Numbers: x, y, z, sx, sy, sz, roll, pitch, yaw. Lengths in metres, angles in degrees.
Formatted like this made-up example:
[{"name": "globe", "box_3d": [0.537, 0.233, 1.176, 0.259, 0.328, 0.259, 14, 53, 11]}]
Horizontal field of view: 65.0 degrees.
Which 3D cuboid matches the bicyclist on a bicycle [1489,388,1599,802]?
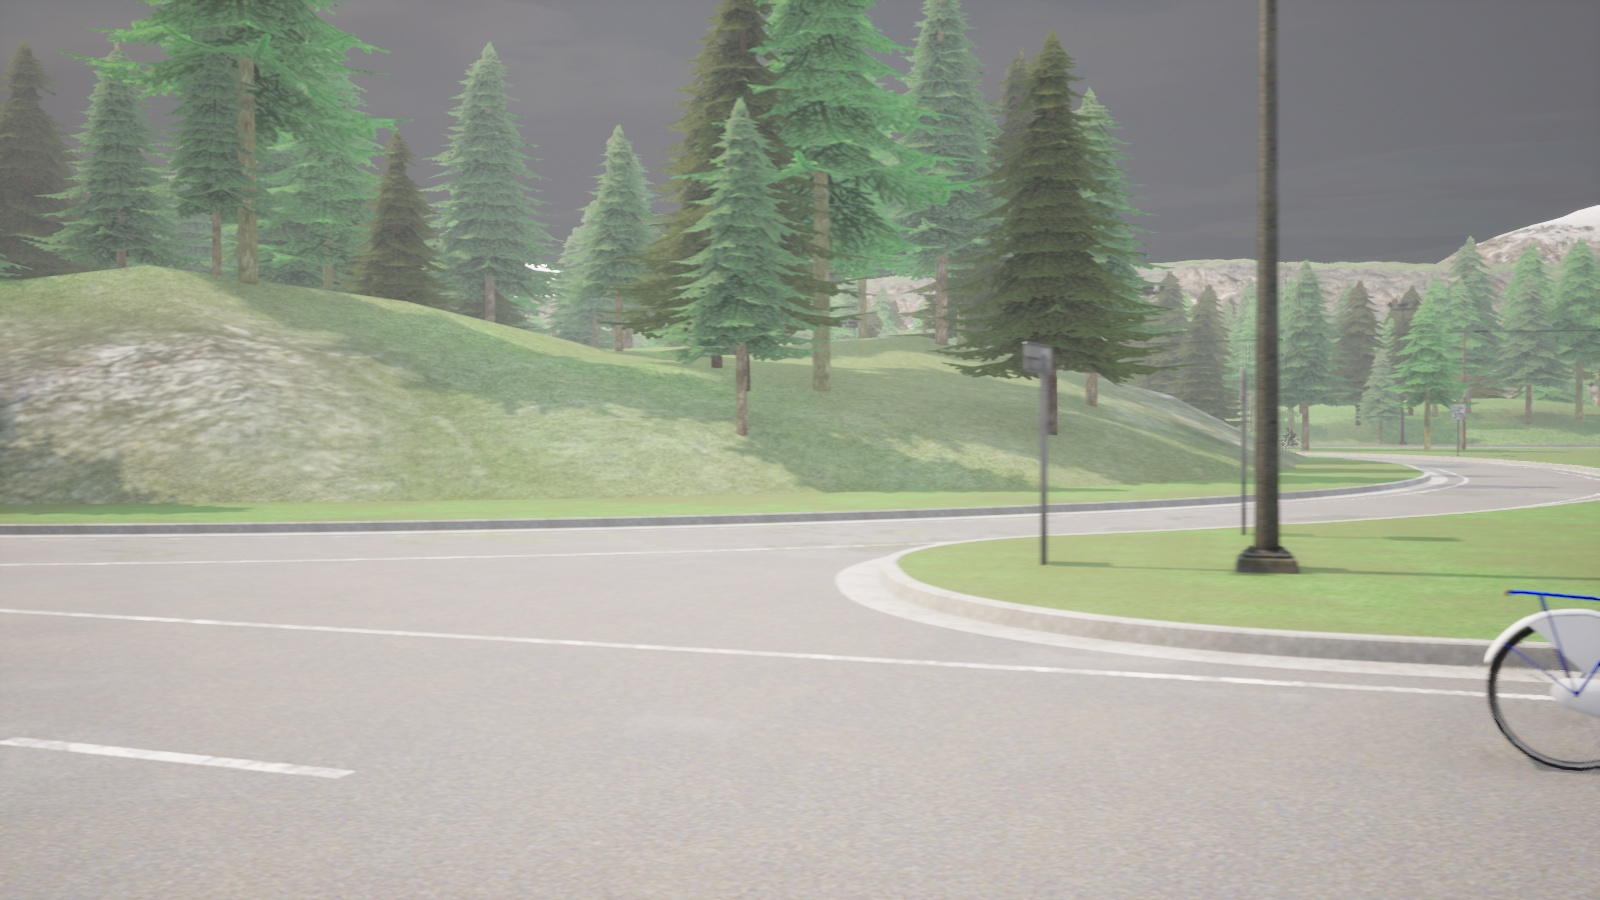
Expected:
[{"name": "bicyclist on a bicycle", "box_3d": [4.125, 0.625, 5.496, 1.843, 1.776, 0.659, 0, 1, 19]}]
